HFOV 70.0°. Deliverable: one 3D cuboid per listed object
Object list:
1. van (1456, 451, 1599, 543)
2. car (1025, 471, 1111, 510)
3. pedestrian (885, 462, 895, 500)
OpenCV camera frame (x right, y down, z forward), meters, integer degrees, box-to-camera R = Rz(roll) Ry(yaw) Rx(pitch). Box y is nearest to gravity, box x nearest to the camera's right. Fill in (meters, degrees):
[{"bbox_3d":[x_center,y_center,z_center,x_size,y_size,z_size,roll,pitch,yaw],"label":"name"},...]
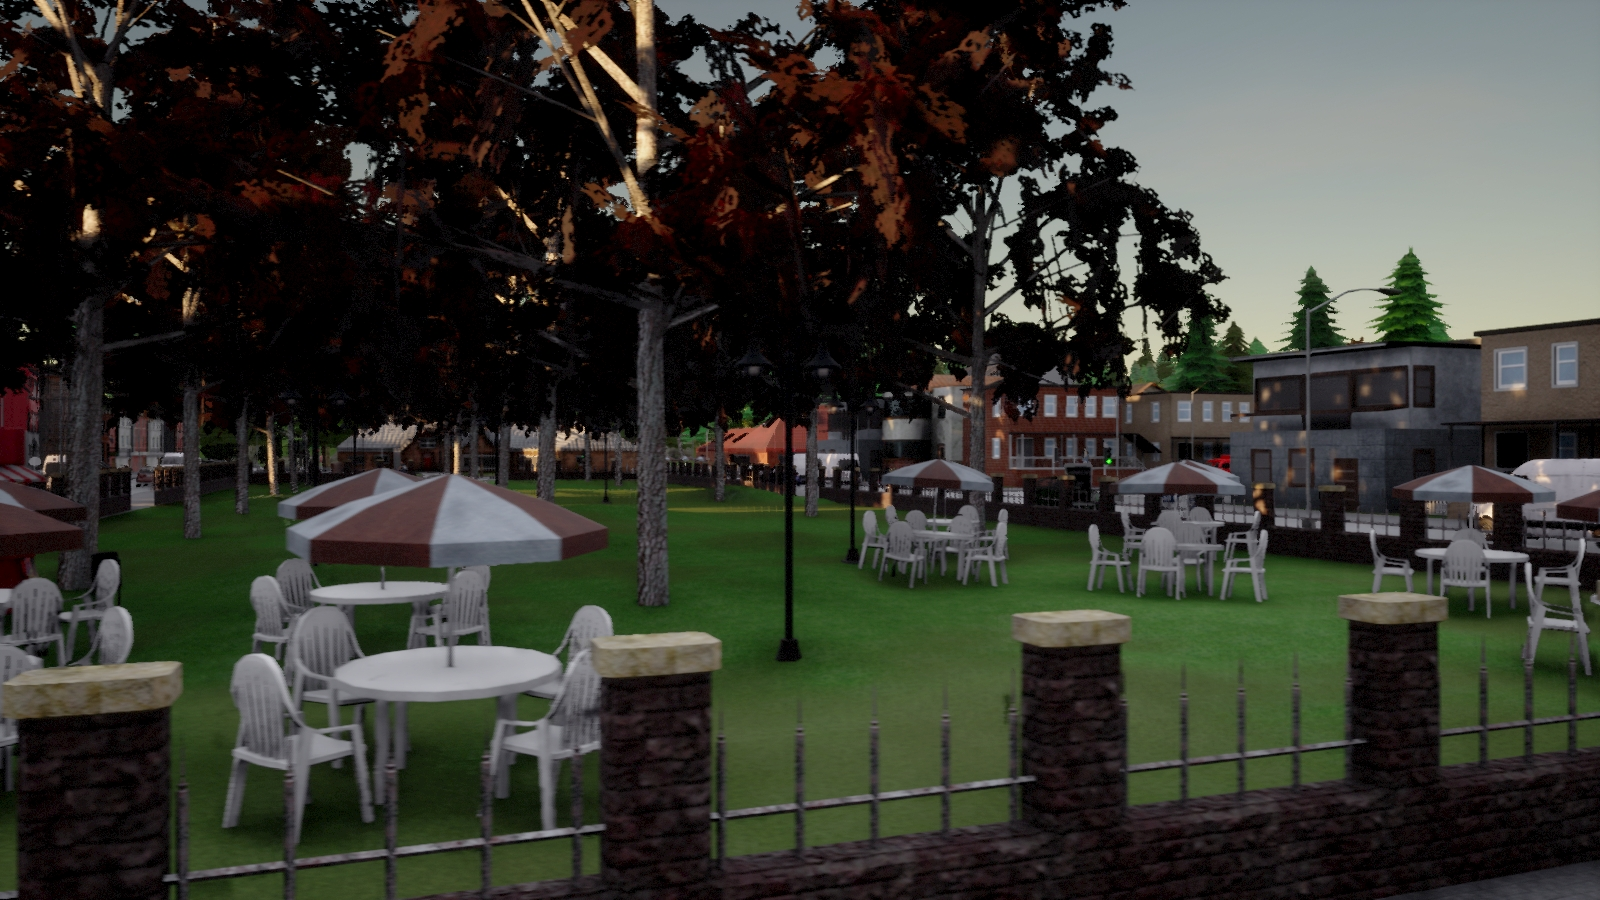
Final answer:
[{"bbox_3d":[22.616,1.314,33.548,1.988,2.561,5.915,0,0,-20],"label":"van"},{"bbox_3d":[11.954,1.780,51.154,1.851,1.617,3.988,0,0,-20],"label":"car"},{"bbox_3d":[4.450,1.525,56.675,0.375,1.860,0.375,0,0,-26],"label":"pedestrian"}]
